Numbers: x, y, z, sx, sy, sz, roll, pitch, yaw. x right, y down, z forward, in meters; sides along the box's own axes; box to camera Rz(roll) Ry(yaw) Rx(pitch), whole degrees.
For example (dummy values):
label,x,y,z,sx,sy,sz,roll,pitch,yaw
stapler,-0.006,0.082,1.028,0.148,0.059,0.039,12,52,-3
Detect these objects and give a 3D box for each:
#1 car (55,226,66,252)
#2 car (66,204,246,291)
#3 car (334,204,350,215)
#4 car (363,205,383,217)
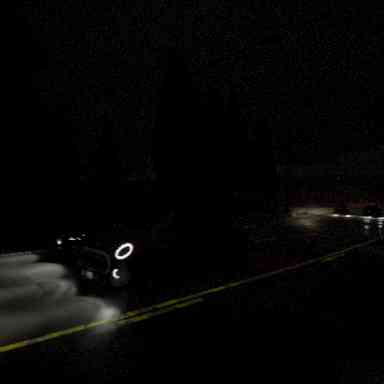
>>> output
label,x,y,z,sx,sy,sz,roll,pitch,yaw
car,-2.338,1.315,11.924,4.892,1.490,1.837,0,1,-44
car,-0.595,1.223,8.799,4.553,1.767,2.097,0,1,-43
car,21.504,2.458,47.761,1.882,1.535,5.008,2,-2,20
car,23.741,2.501,43.836,1.812,1.442,4.674,2,-1,23
